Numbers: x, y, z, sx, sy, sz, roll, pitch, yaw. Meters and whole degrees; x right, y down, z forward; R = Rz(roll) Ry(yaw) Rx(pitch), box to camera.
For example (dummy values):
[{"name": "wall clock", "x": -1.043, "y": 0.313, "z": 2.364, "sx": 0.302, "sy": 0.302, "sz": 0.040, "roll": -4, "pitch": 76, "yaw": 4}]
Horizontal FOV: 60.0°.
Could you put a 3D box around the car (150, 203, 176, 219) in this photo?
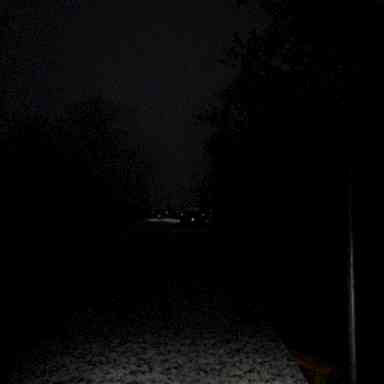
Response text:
[{"name": "car", "x": -2.925, "y": 1.813, "z": 32.482, "sx": 2.033, "sy": 1.411, "sz": 5.357, "roll": 0, "pitch": -1, "yaw": 0}]

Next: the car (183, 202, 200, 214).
[{"name": "car", "x": -0.033, "y": 2.008, "z": 42.796, "sx": 2.033, "sy": 1.411, "sz": 5.357, "roll": 0, "pitch": -1, "yaw": 0}]

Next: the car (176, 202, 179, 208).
[{"name": "car", "x": -2.752, "y": 2.847, "z": 73.640, "sx": 2.033, "sy": 1.411, "sz": 5.357, "roll": 0, "pitch": -2, "yaw": 2}]

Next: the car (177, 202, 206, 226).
[{"name": "car", "x": 0.054, "y": 1.676, "z": 24.399, "sx": 1.812, "sy": 1.442, "sz": 4.674, "roll": 0, "pitch": -1, "yaw": 0}]
